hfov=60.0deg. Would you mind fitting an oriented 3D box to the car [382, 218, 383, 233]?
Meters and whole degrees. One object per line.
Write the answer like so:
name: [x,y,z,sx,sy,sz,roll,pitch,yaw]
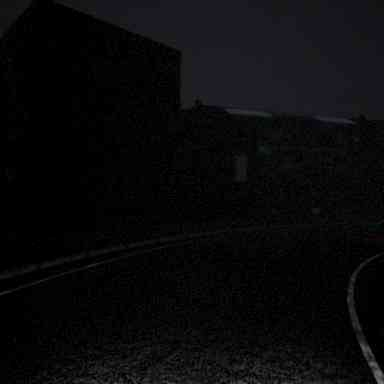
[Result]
car: [12.980,1.832,18.819,5.008,1.535,1.882,2,0,-26]
